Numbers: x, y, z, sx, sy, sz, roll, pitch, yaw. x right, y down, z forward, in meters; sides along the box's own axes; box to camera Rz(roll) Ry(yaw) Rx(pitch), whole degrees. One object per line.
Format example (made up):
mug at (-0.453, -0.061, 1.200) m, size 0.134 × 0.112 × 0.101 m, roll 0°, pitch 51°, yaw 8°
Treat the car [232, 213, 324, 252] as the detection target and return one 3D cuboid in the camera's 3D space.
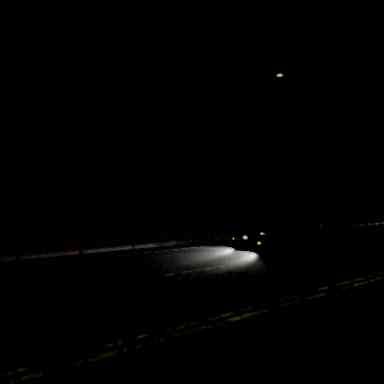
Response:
car at (3.722, 1.601, 14.144) m, size 4.181 × 1.385 × 1.994 m, roll 0°, pitch 0°, yaw -35°
